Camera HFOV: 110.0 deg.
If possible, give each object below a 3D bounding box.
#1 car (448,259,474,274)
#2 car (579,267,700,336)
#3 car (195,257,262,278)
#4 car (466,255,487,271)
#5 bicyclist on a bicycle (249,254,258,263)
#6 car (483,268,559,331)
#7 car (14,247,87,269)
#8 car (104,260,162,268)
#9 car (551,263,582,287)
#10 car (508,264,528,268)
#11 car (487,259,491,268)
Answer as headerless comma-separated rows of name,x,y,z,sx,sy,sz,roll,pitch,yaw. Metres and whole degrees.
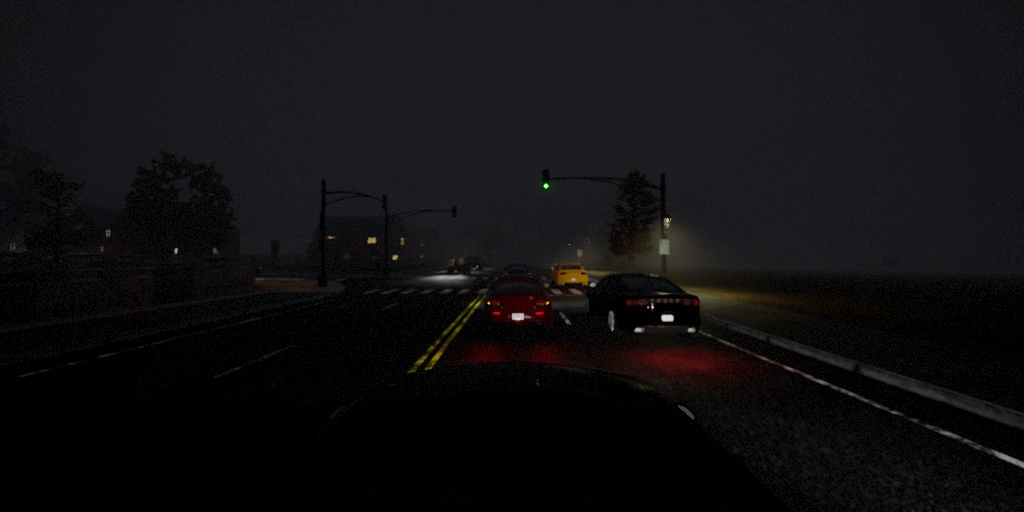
car,-5.765,1.312,39.653,1.895,1.301,4.718,0,0,3
car,3.418,1.212,10.309,1.882,1.535,5.008,0,0,1
car,-21.269,0.833,26.887,5.008,1.535,1.882,1,-1,15
car,-5.289,0.930,49.547,2.150,2.045,5.566,0,0,3
bicyclist on a bicycle,-24.508,0.684,33.838,0.582,1.620,1.656,1,-1,15
car,0.174,1.260,10.765,1.812,1.442,4.674,0,0,1
car,-41.174,0.234,32.273,5.566,2.045,2.150,1,-1,15
car,-31.075,0.788,29.532,4.718,1.301,1.895,1,-1,15
car,3.648,1.194,23.386,1.882,1.535,5.008,0,0,1
car,0.426,1.242,24.837,1.812,1.442,4.674,0,0,2
car,-4.645,1.189,59.808,1.882,1.535,5.008,0,0,4
